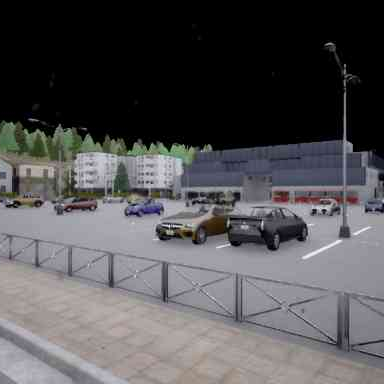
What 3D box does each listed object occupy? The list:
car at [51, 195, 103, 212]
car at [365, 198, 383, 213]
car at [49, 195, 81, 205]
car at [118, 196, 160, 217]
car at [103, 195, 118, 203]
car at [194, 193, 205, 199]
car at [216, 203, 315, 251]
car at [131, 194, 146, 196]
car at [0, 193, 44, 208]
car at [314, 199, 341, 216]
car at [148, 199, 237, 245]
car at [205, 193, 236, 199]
[{"bbox_3d":[-12.057,1.298,34.719,2.007,1.523,4.514,0,0,37],"label":"car"},{"bbox_3d":[18.934,1.374,34.189,1.845,1.501,3.633,0,0,37],"label":"car"},{"bbox_3d":[-20.981,1.298,55.007,2.007,1.523,4.514,0,0,37],"label":"car"},{"bbox_3d":[-4.137,1.320,28.626,1.845,1.501,3.633,0,0,37],"label":"car"},{"bbox_3d":[-13.794,1.232,58.392,1.970,1.475,3.806,0,0,37],"label":"car"},{"bbox_3d":[1.679,1.077,47.000,1.905,1.878,3.866,0,0,37],"label":"car"},{"bbox_3d":[3.156,1.340,13.481,2.007,1.523,4.514,0,0,37],"label":"car"},{"bbox_3d":[-8.495,1.154,54.758,2.152,1.636,5.027,0,0,37],"label":"car"},{"bbox_3d":[-21.531,1.097,42.838,1.932,1.855,4.605,0,0,37],"label":"car"},{"bbox_3d":[12.065,1.384,30.095,1.970,1.475,3.806,0,0,37],"label":"car"},{"bbox_3d":[0.630,1.330,15.341,2.152,1.636,5.027,0,0,37],"label":"car"},{"bbox_3d":[4.240,1.097,45.566,1.932,1.855,4.605,0,0,37],"label":"car"}]
